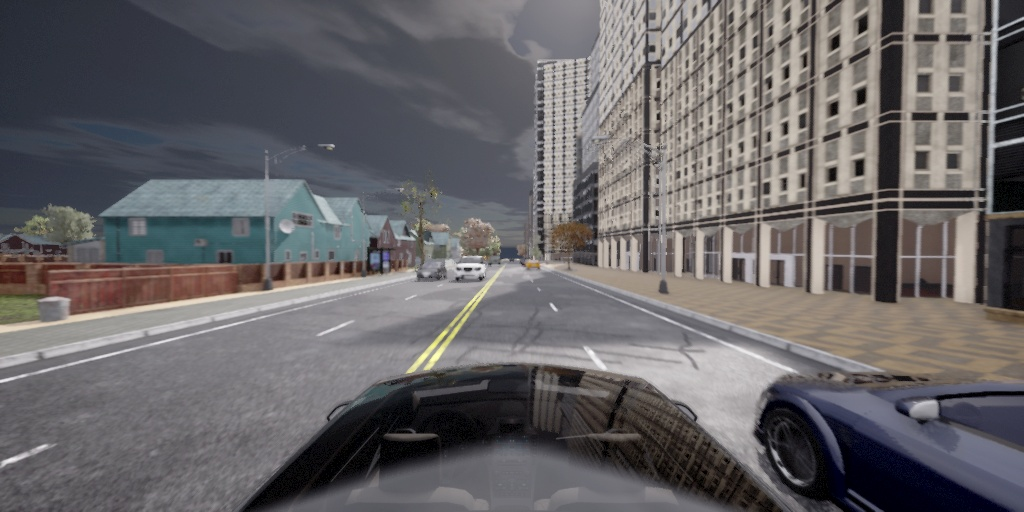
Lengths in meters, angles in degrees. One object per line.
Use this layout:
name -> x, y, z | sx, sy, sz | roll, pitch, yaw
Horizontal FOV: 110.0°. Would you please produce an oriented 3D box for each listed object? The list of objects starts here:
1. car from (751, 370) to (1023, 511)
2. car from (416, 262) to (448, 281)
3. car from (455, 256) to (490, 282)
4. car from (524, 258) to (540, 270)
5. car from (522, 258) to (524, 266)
car -> 3.350, 1.314, 1.804 | 1.994, 1.385, 4.181 | 0, 0, 0
car -> -6.596, 1.259, 30.004 | 2.128, 1.511, 4.902 | 0, 0, 0
car -> -3.348, 0.989, 29.935 | 2.150, 2.045, 5.566 | 0, 0, 0
car -> 3.229, 1.285, 54.285 | 1.882, 1.535, 5.008 | 0, 0, 0
car -> 3.225, 1.285, 65.479 | 1.801, 1.575, 5.366 | 0, 0, 0
